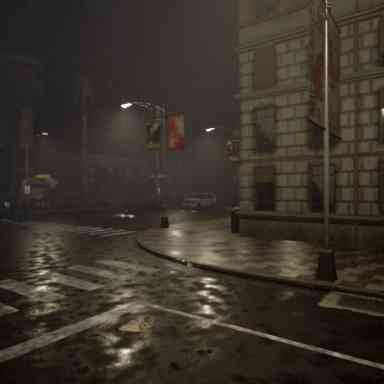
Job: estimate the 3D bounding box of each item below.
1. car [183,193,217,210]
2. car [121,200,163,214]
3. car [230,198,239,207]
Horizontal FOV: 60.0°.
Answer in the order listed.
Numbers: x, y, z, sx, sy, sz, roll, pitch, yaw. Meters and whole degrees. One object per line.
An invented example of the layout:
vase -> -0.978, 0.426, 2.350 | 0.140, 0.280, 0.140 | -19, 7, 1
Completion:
car -> 1.092, 1.222, 43.890 | 2.150, 2.045, 5.566 | 0, 0, 37
car -> -5.027, 1.547, 35.640 | 2.033, 1.411, 5.357 | 0, 0, 36
car -> 7.922, 1.478, 51.655 | 5.008, 1.535, 1.882 | 0, 0, -43
